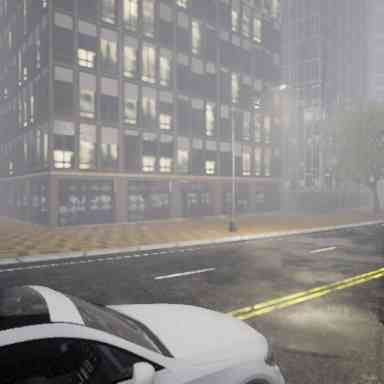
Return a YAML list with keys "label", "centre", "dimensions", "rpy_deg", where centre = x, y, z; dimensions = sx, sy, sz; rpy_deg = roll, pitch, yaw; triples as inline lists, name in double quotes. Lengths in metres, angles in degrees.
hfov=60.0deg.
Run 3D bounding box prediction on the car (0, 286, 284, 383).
- label: "car"
  centre: [-1.298, 1.535, 2.581]
  dimensions: [4.674, 1.442, 1.812]
  rpy_deg: [1, -1, -36]
